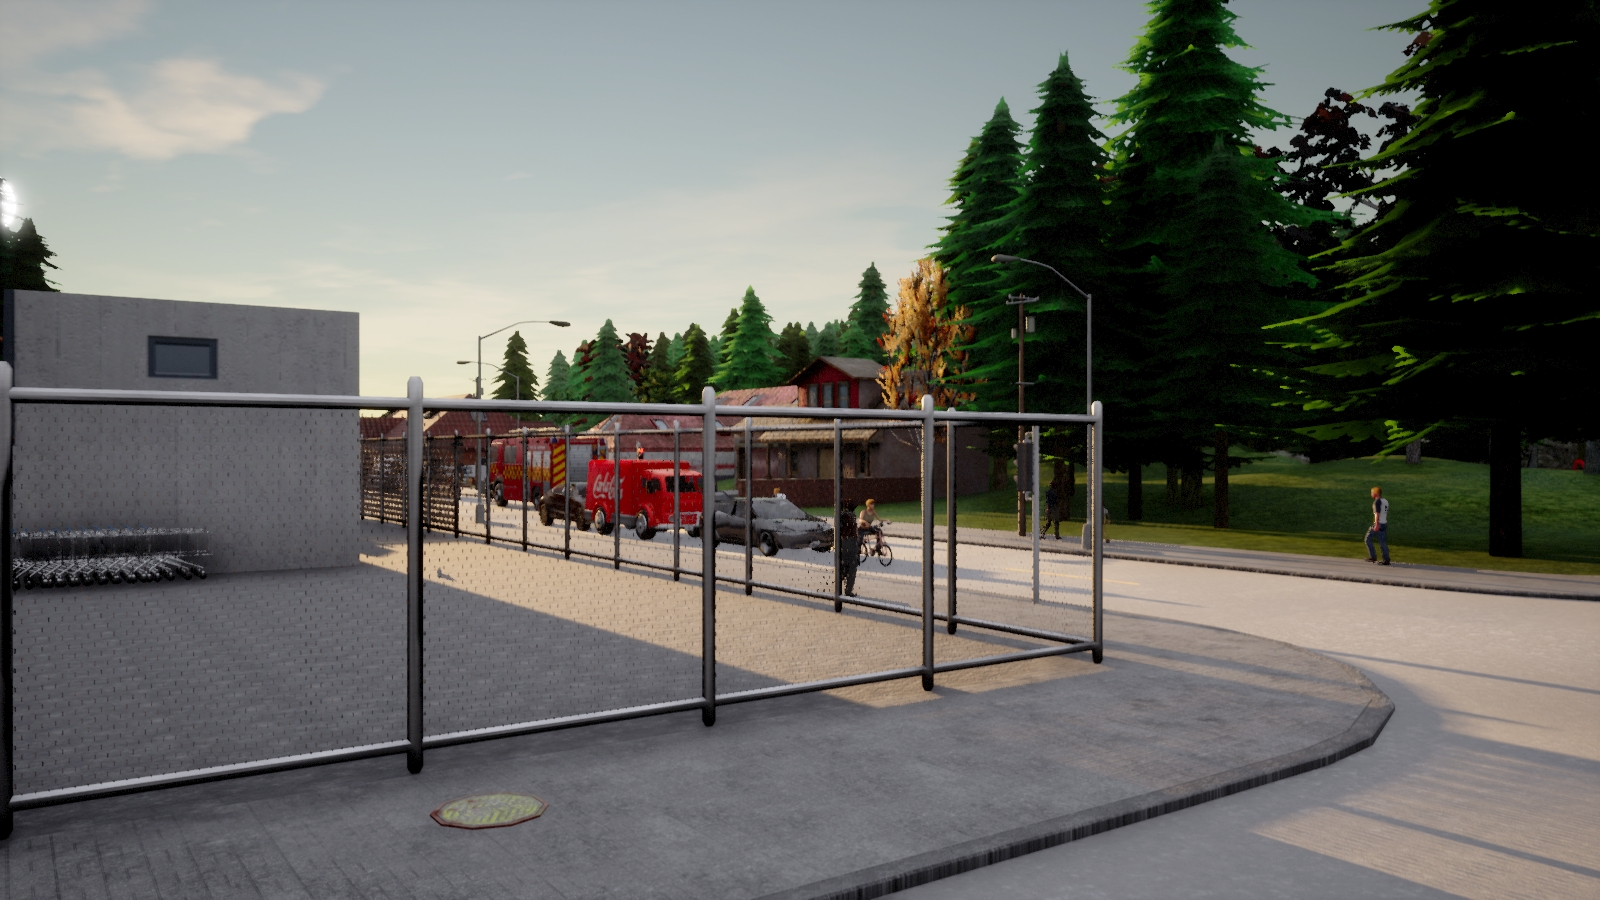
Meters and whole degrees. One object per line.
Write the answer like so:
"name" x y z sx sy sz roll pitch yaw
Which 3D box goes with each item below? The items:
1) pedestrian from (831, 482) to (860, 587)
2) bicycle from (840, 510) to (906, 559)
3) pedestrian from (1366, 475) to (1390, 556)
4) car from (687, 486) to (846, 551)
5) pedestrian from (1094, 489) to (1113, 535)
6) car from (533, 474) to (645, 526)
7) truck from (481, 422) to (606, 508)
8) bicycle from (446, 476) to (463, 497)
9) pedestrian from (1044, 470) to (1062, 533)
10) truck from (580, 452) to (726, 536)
"pedestrian" 0.828 1.514 20.668 0.375 1.860 0.375 0 0 40
"bicycle" 1.773 2.033 27.810 0.859 1.080 1.487 0 0 -35
"pedestrian" 13.471 1.520 26.627 0.375 1.860 0.375 0 0 -37
"car" -1.029 1.840 31.812 2.163 1.488 4.792 0 0 -35
"pedestrian" 8.790 1.801 33.134 0.375 1.300 0.375 0 0 -34
"car" -7.756 1.772 41.538 2.152 1.651 5.027 0 0 -34
"truck" -12.545 0.667 55.259 2.891 3.827 8.468 0 0 -35
"bicycle" -19.316 2.033 63.874 0.859 1.080 1.487 0 0 -19
"pedestrian" 7.499 1.520 33.832 0.375 1.860 0.375 0 0 -39
"truck" -4.910 1.336 37.383 2.627 2.467 5.204 0 0 -35
